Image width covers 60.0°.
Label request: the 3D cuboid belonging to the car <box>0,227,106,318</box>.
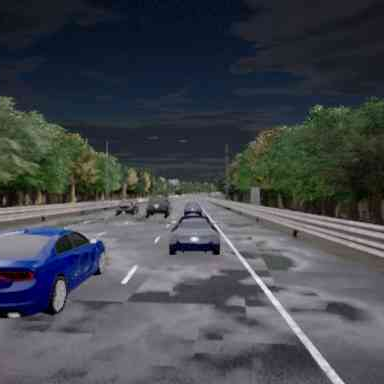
[{"bbox_3d":[-3.419,1.547,7.705,1.882,1.535,5.008,0,0,0],"label":"car"}]

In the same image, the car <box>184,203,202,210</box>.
[{"bbox_3d":[0.102,1.903,38.566,1.994,1.385,4.181,0,0,0],"label":"car"}]

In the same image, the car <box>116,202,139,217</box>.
[{"bbox_3d":[-6.898,1.822,36.008,1.837,1.490,4.892,0,0,0],"label":"car"}]

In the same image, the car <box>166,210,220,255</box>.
[{"bbox_3d":[0.094,1.689,14.012,1.994,1.385,4.181,0,0,0],"label":"car"}]

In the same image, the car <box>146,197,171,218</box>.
[{"bbox_3d":[-3.396,1.526,34.462,2.150,2.045,5.566,0,0,0],"label":"car"}]
